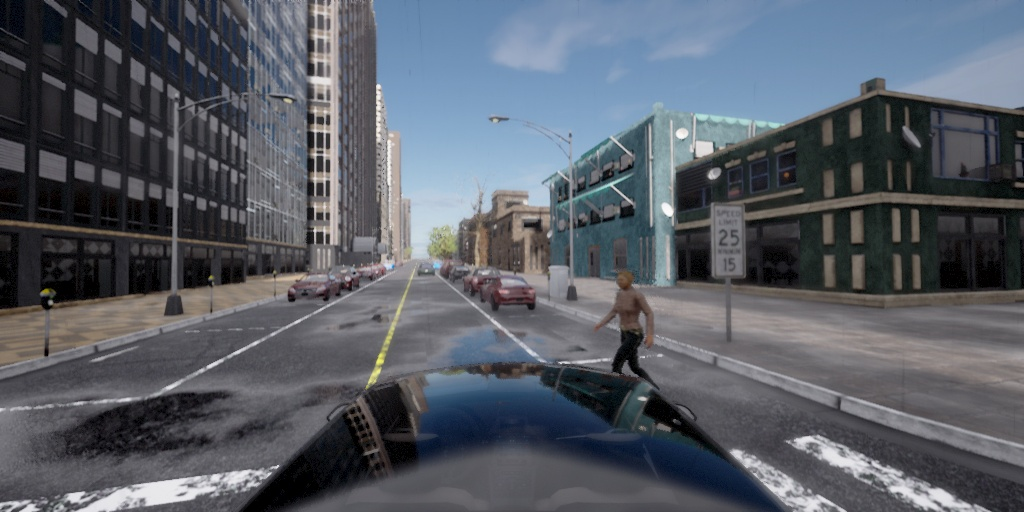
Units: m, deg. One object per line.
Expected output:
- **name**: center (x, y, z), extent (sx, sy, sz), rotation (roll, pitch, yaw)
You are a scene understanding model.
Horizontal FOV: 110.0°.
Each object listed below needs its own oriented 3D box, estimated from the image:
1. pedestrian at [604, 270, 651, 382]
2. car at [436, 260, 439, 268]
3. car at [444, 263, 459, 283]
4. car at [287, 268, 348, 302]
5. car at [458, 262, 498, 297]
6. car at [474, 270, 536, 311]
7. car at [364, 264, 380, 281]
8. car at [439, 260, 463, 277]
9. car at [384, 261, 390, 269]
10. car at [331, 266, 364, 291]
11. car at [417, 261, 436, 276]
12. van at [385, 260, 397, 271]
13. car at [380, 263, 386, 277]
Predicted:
- **pedestrian**: center (1.521, 1.038, 4.746), extent (0.375, 1.860, 0.375), rotation (1, -1, -15)
- **car**: center (-7.237, 1.392, 41.560), extent (2.192, 1.841, 5.009), rotation (0, 0, -15)
- **car**: center (-4.438, 1.534, 30.824), extent (2.007, 1.370, 4.403), rotation (0, 0, -15)
- **car**: center (-9.750, 1.483, 17.977), extent (1.802, 1.307, 4.207), rotation (0, 0, -15)
- **car**: center (-1.641, 1.325, 20.091), extent (1.967, 1.591, 4.097), rotation (0, 0, -15)
- **car**: center (-0.241, 1.417, 14.722), extent (1.802, 1.307, 4.207), rotation (0, 0, -15)
- **car**: center (-13.948, 1.629, 34.076), extent (1.802, 1.307, 4.207), rotation (0, 0, -15)
- **car**: center (-5.837, 1.345, 36.191), extent (2.192, 1.841, 5.009), rotation (0, 0, -15)
- **car**: center (-16.746, 1.683, 44.812), extent (1.888, 1.381, 4.507), rotation (0, 0, -15)
- **car**: center (-11.149, 1.391, 23.343), extent (1.967, 1.591, 4.097), rotation (0, 0, -15)
- **car**: center (-10.369, 1.666, 43.321), extent (1.994, 1.385, 4.181), rotation (0, 0, -15)
- **van**: center (-20.944, 1.607, 60.914), extent (1.690, 1.789, 3.998), rotation (0, 0, -15)
- **car**: center (-15.347, 1.675, 39.445), extent (1.802, 1.307, 4.207), rotation (0, 0, -15)
